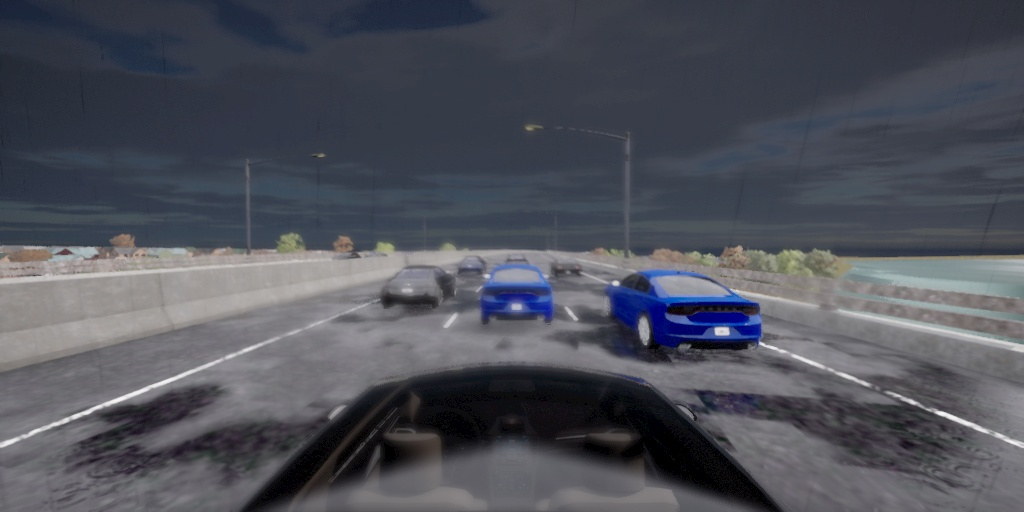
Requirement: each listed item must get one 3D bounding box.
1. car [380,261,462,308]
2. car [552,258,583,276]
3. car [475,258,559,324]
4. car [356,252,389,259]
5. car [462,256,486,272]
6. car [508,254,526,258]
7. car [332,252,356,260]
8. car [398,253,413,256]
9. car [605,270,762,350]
[{"bbox_3d":[-3.317,1.026,13.448,1.994,1.385,4.181,0,1,1],"label":"car"},{"bbox_3d":[3.869,0.766,26.365,1.895,1.301,4.718,0,1,1],"label":"car"},{"bbox_3d":[0.150,0.999,11.016,1.882,1.535,5.008,0,2,1],"label":"car"},{"bbox_3d":[-16.878,0.239,44.417,2.128,1.511,4.902,0,1,2],"label":"car"},{"bbox_3d":[-3.081,0.673,28.698,1.994,1.385,4.181,0,1,1],"label":"car"},{"bbox_3d":[0.405,0.617,28.042,2.128,1.511,4.902,0,1,1],"label":"car"},{"bbox_3d":[-20.378,0.249,44.466,1.837,1.490,4.892,0,2,2],"label":"car"},{"bbox_3d":[-13.349,0.296,45.247,1.994,1.385,4.181,0,1,2],"label":"car"},{"bbox_3d":[3.616,1.060,8.582,1.882,1.535,5.008,0,2,1],"label":"car"}]
